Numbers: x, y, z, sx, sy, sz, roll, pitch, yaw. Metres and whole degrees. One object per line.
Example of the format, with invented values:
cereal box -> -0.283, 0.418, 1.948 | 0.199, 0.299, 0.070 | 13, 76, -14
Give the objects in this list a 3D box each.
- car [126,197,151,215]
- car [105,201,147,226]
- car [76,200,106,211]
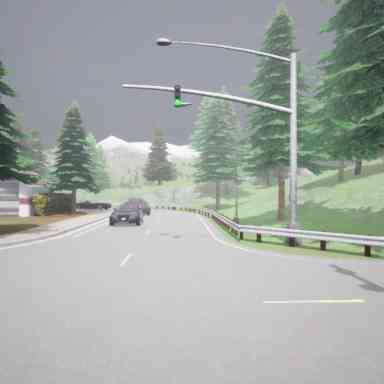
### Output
car -> -5.554, 1.334, 33.136 | 2.097, 1.767, 4.553 | 0, 0, -20
car -> -4.516, 1.551, 23.365 | 1.994, 1.385, 4.181 | 0, 0, -3
car -> -12.289, 1.584, 40.735 | 4.718, 1.301, 1.895 | 0, 0, 13
